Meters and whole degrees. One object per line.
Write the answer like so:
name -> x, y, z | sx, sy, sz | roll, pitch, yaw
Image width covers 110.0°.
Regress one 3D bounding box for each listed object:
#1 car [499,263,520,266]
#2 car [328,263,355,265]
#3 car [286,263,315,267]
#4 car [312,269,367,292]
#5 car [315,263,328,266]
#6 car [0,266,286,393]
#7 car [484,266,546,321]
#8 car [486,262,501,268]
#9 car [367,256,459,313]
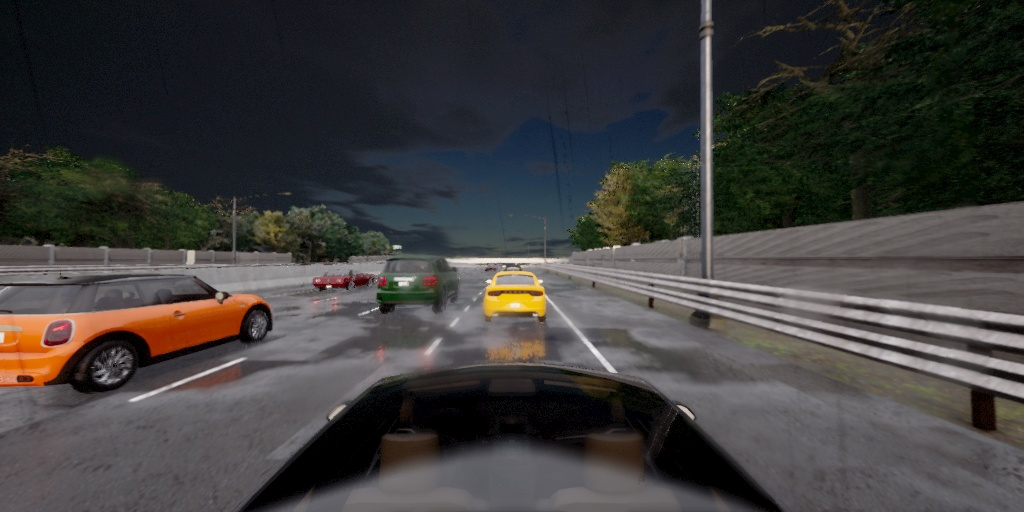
car -> 0.105, 1.486, 30.951 | 1.812, 1.442, 4.674 | 0, -1, 0
car -> -24.499, 1.723, 52.629 | 1.837, 1.490, 4.892 | 0, -1, 0
car -> -21.090, 1.592, 33.808 | 1.895, 1.301, 4.718 | 0, -1, 0
car -> -10.397, 1.467, 22.594 | 1.895, 1.301, 4.718 | 0, -1, 0
car -> -27.993, 1.696, 52.872 | 1.882, 1.535, 5.008 | 0, -1, 0
car -> -6.899, 1.114, 6.897 | 2.097, 1.767, 4.553 | 0, 0, 0
car -> 0.102, 1.266, 12.683 | 1.882, 1.535, 5.008 | 0, 0, 0
car -> -3.489, 1.876, 62.956 | 2.033, 1.411, 5.357 | 0, -1, 0
car -> -3.498, 1.019, 14.292 | 2.150, 2.045, 5.566 | 0, 0, 0
